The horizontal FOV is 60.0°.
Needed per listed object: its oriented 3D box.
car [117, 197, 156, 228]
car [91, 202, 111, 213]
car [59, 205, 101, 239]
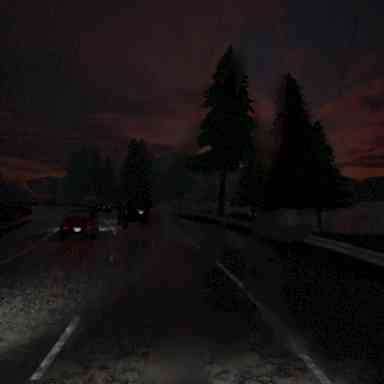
[{"bbox_3d":[-4.041,1.401,23.799,2.150,2.045,5.566,0,0,-17],"label":"car"},{"bbox_3d":[-11.288,1.861,40.285,2.033,1.411,5.357,0,0,-29],"label":"car"},{"bbox_3d":[-6.181,1.672,18.449,1.812,1.442,4.674,0,0,-14],"label":"car"}]
